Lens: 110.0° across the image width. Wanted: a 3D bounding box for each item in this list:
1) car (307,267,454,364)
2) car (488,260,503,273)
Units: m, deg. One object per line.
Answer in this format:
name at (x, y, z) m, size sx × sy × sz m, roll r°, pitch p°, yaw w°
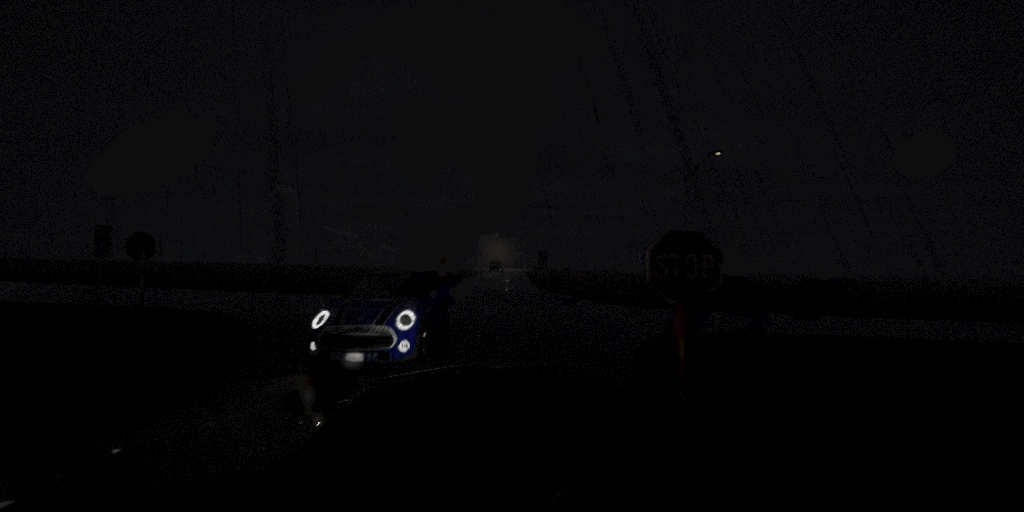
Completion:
car at (-2.738, 1.128, 8.486) m, size 2.097 × 1.767 × 4.553 m, roll 0°, pitch 1°, yaw 0°
car at (-2.734, 1.727, 59.494) m, size 2.150 × 2.045 × 5.566 m, roll 0°, pitch -1°, yaw 0°
